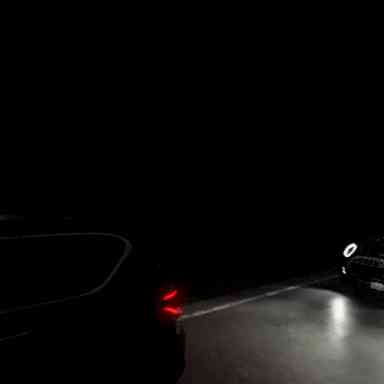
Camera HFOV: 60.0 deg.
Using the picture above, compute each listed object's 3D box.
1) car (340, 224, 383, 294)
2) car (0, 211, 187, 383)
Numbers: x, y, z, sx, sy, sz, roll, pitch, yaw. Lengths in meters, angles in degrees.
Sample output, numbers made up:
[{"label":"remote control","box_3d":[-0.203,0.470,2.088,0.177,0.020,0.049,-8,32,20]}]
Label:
[{"label":"car","box_3d":[5.589,1.316,8.047,4.553,1.767,2.097,0,0,-36]},{"label":"car","box_3d":[-2.662,1.231,2.508,5.566,2.045,2.150,0,0,-35]}]
